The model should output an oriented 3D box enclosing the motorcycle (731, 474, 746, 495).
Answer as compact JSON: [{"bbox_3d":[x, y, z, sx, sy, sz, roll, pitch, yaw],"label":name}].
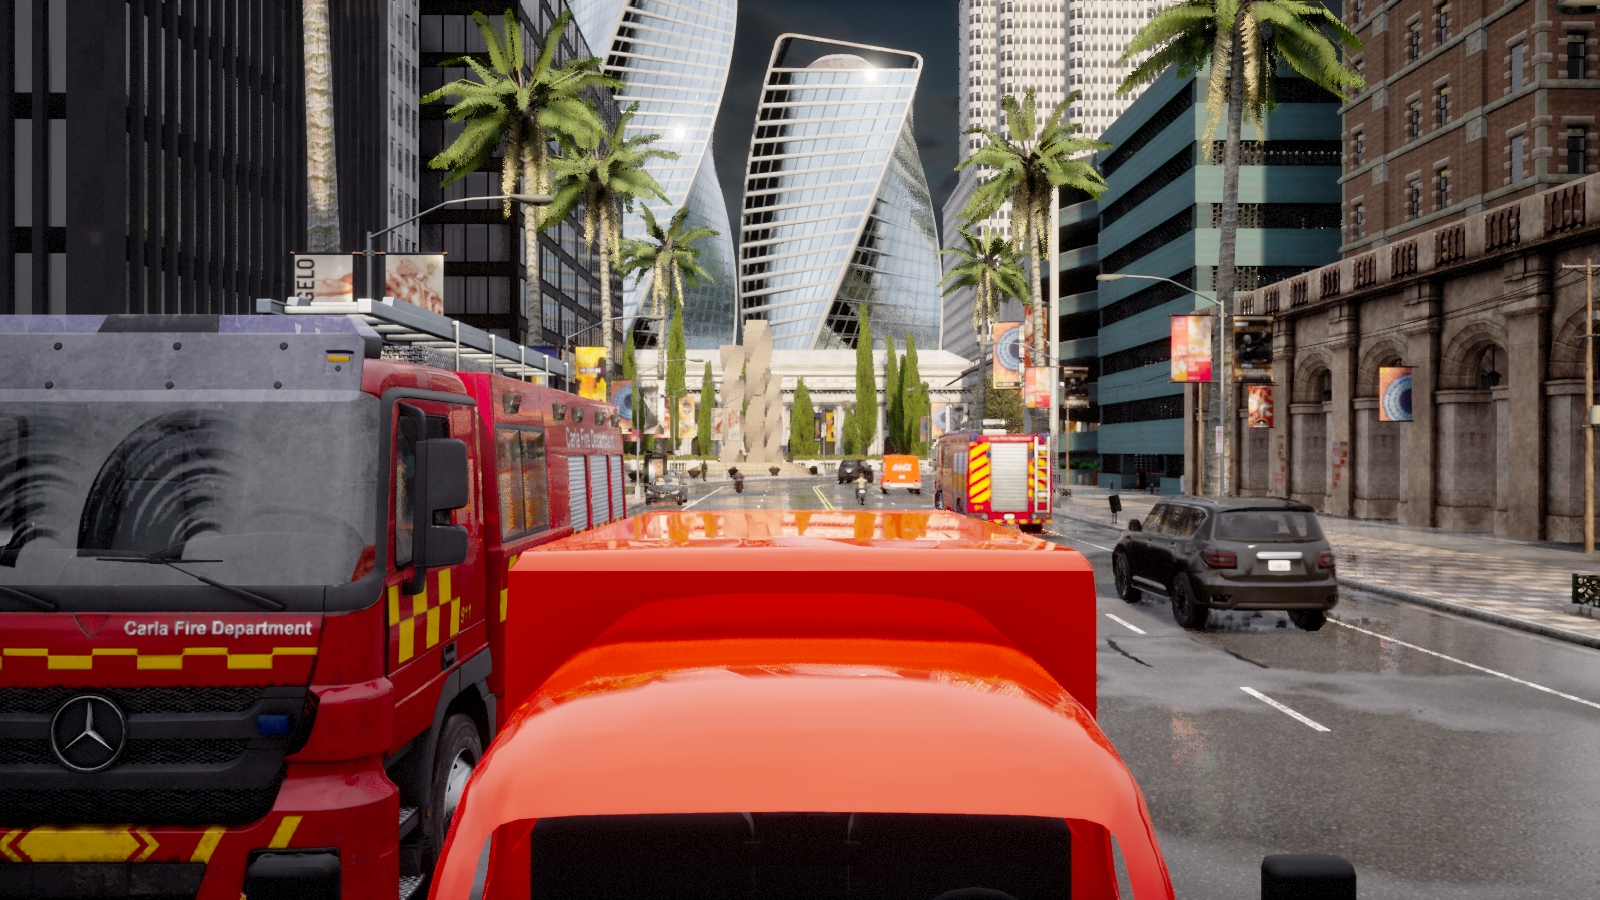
[{"bbox_3d":[-3.974,2.232,74.134,0.867,1.251,2.209,0,0,0],"label":"motorcycle"}]

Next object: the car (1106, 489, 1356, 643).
[{"bbox_3d":[7.015,1.787,19.408,2.150,2.045,5.566,0,0,0],"label":"car"}]

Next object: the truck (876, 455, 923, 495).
[{"bbox_3d":[6.470,1.595,74.805,2.627,2.467,5.204,0,0,0],"label":"truck"}]

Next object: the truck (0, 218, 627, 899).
[{"bbox_3d":[-3.491,0.895,9.272,2.891,3.827,8.468,0,0,0],"label":"truck"}]

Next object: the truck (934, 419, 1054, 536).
[{"bbox_3d":[6.860,0.906,41.728,2.891,3.827,8.468,0,0,-1],"label":"truck"}]

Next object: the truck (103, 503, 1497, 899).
[{"bbox_3d":[-0.001,1.571,4.755,2.627,2.467,5.204,0,0,0],"label":"truck"}]
